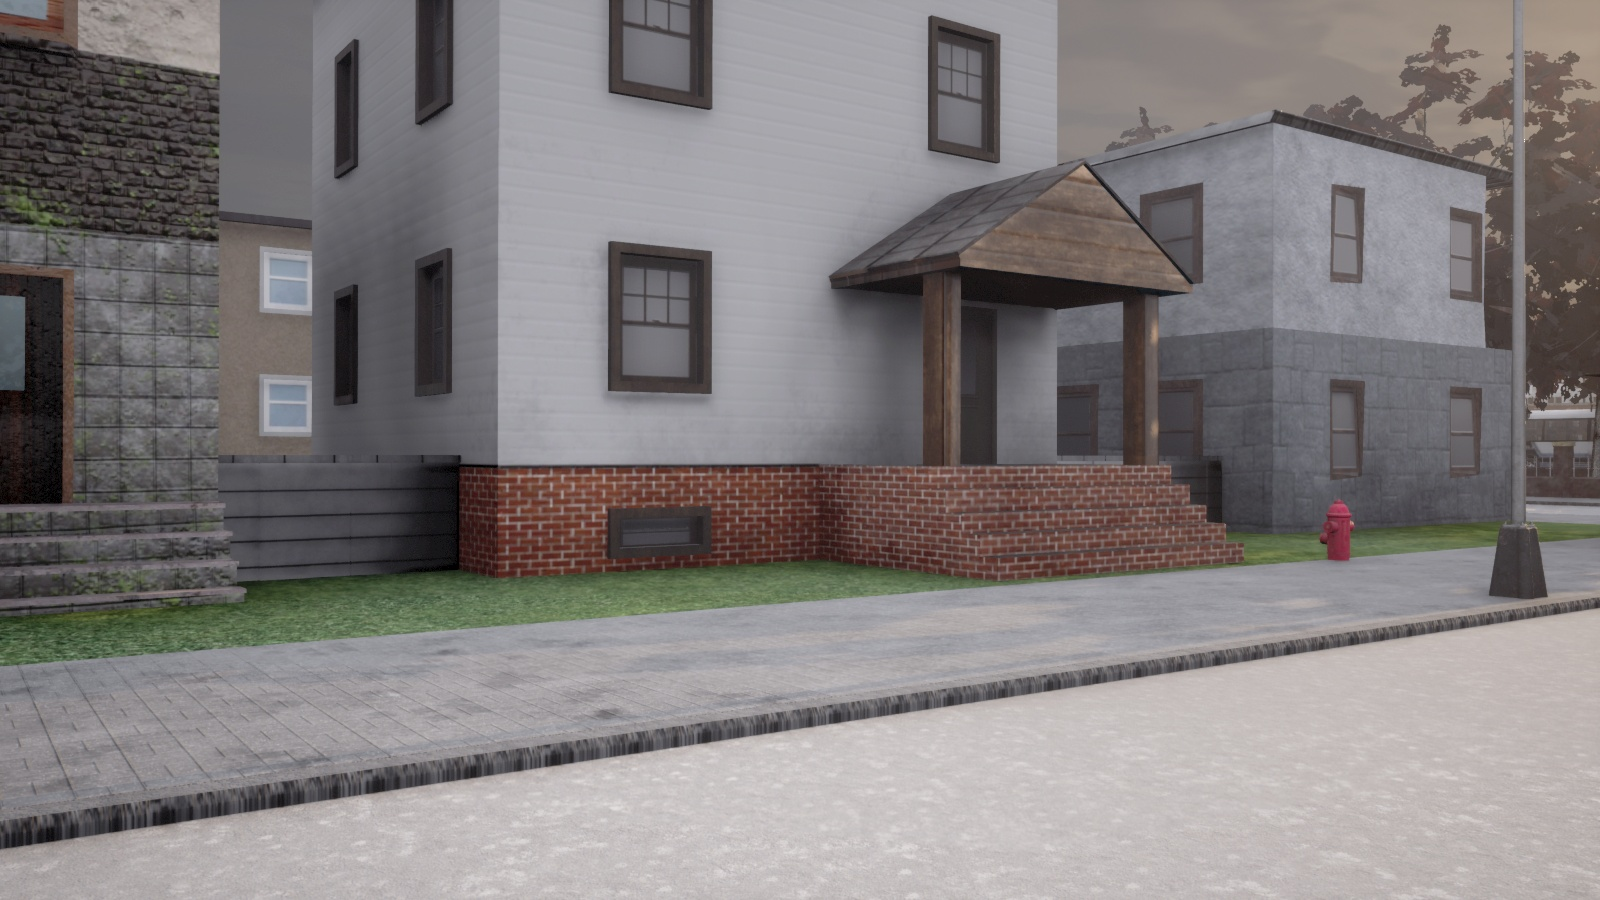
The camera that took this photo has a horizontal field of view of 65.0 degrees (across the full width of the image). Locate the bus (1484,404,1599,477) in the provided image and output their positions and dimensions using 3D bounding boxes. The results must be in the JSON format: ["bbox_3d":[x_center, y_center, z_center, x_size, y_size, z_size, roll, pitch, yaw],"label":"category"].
[{"bbox_3d":[47.707,-0.547,76.169,3.944,4.253,10.273,0,0,-34],"label":"bus"}]
